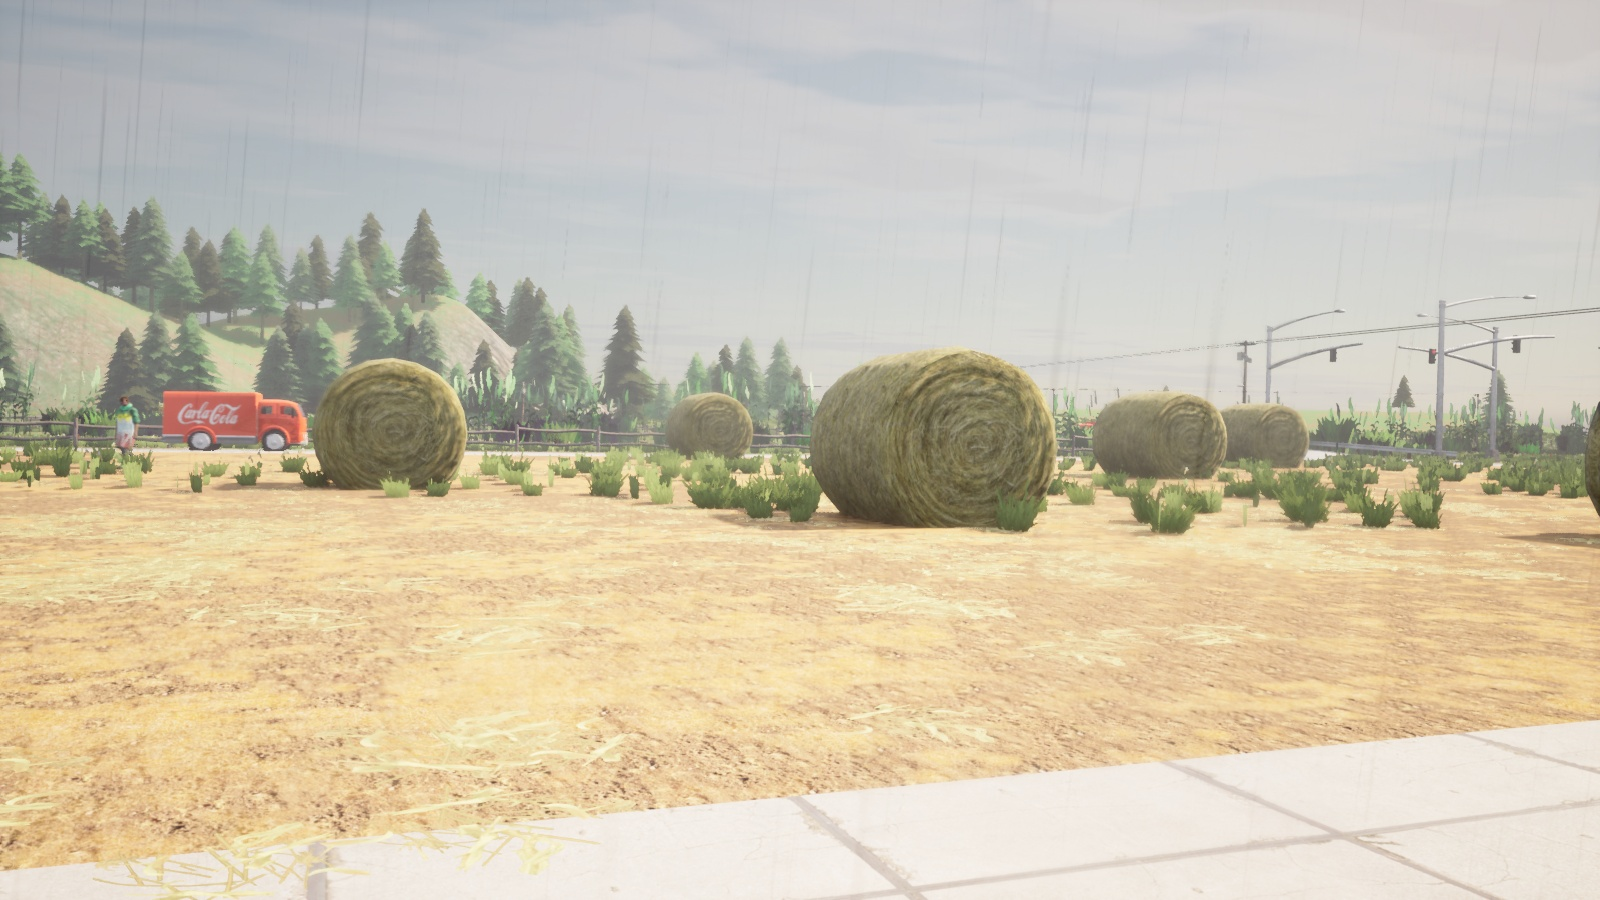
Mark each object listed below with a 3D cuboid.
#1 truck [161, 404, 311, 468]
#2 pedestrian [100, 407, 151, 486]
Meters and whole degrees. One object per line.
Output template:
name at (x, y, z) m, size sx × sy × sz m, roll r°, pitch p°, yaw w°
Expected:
truck at (-22.659, -0.603, 50.684) m, size 5.204 × 2.467 × 2.627 m, roll -1°, pitch 1°, yaw -17°
pedestrian at (-16.791, -0.094, 31.283) m, size 0.659 × 1.952 × 0.873 m, roll 0°, pitch 1°, yaw 24°
